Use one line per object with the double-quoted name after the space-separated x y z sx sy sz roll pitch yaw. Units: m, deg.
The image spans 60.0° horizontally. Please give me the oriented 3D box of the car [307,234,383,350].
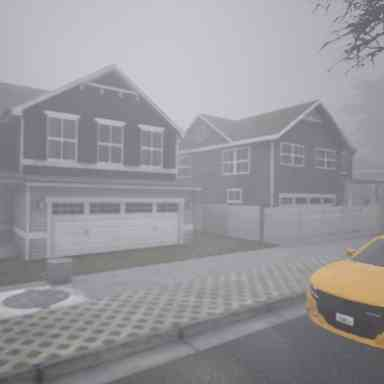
4.133 1.485 6.015 5.008 1.535 1.882 0 0 -35 "car"
